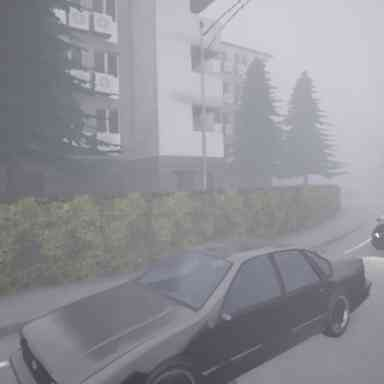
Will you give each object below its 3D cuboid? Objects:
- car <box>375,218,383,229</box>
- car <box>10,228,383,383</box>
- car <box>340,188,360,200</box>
[{"bbox_3d":[7.853,1.153,11.738,2.033,1.411,5.357,0,1,40],"label":"car"},{"bbox_3d":[0.552,1.449,4.697,5.357,1.411,2.033,-2,1,-39],"label":"car"},{"bbox_3d":[19.329,0.255,42.975,2.128,1.511,4.902,-2,1,-15],"label":"car"}]
